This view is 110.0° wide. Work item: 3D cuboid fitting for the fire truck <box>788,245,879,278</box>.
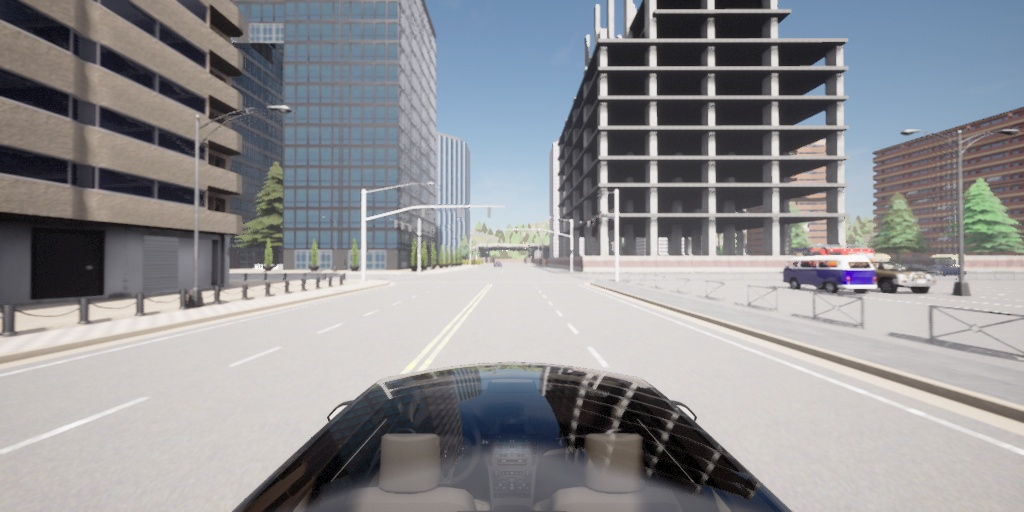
[{"bbox_3d":[41.228,0.538,46.174,8.468,3.827,2.891,0,-1,0],"label":"fire truck"}]
